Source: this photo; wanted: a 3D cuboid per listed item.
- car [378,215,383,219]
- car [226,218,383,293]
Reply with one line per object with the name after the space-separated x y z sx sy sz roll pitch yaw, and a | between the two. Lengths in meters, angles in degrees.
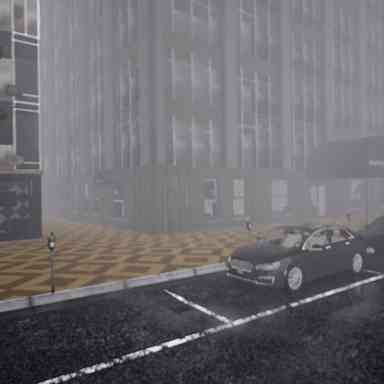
7.454 1.484 11.933 4.313 1.339 1.947 0 0 -36 | car
2.837 1.505 8.619 4.403 1.369 2.008 0 0 -36 | car
